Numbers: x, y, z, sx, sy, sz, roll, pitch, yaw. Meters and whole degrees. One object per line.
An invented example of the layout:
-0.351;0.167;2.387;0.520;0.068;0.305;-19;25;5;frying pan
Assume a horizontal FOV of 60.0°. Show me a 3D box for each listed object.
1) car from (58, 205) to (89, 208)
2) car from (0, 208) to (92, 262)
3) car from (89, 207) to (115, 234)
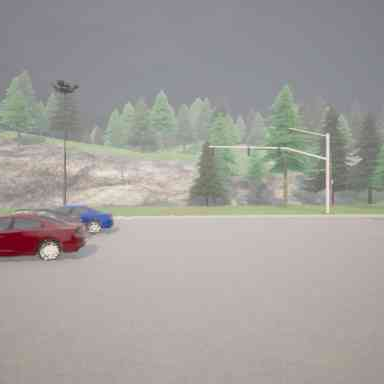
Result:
-7.283;1.492;14.608;4.902;1.511;2.128;0;0;-12;car
-6.170;1.477;11.281;5.008;1.535;1.882;0;0;-12;car
-6.811;1.477;18.290;5.008;1.535;1.882;0;0;-11;car
